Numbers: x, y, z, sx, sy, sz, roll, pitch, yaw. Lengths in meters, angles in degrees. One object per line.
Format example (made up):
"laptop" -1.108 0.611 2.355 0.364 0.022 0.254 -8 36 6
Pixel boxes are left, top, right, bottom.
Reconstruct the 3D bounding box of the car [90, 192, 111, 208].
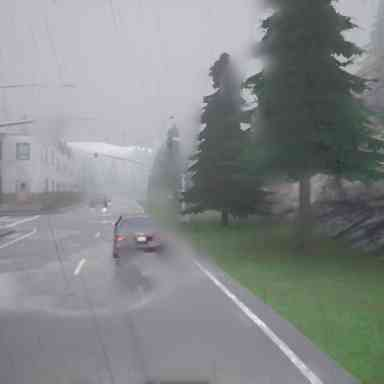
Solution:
"car" -12.827 1.061 46.190 2.150 2.045 5.566 0 0 -11

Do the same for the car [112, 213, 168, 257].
"car" -2.070 1.496 12.778 2.033 1.411 5.357 0 0 -12
